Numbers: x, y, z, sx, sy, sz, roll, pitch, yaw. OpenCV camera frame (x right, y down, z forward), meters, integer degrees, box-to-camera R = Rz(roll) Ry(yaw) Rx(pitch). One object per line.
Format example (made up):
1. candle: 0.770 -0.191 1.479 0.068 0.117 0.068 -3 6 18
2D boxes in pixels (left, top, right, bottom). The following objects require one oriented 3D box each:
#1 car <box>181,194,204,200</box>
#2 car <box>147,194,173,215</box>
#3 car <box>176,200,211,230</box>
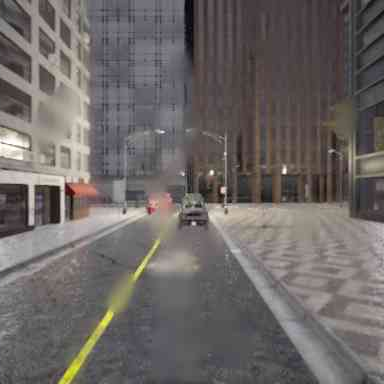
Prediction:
1. car: 0.077 1.181 33.547 2.150 2.045 5.566 0 0 -3
2. car: -3.059 1.184 33.064 2.150 2.045 5.566 0 0 1
3. car: 0.098 1.482 20.803 1.837 1.490 4.892 0 0 0
